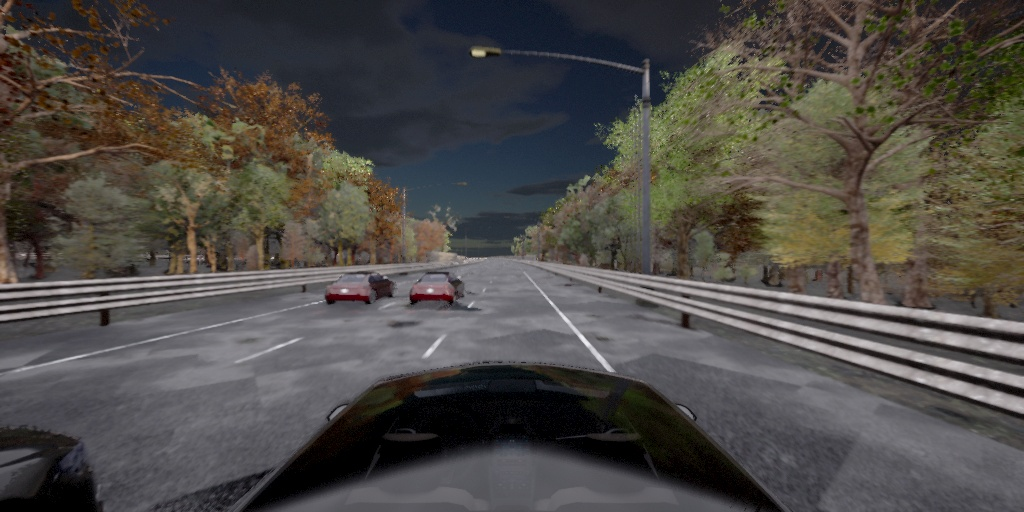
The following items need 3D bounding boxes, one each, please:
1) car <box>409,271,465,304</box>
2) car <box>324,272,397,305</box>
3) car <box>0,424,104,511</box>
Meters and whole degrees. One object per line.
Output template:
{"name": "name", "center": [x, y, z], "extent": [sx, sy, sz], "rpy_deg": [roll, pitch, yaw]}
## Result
{"name": "car", "center": [-3.397, 1.417, 16.924], "extent": [1.994, 1.385, 4.181], "rpy_deg": [0, 0, 0]}
{"name": "car", "center": [-6.897, 1.416, 16.777], "extent": [1.994, 1.385, 4.181], "rpy_deg": [0, 0, 0]}
{"name": "car", "center": [-3.401, 1.231, 0.110], "extent": [2.128, 1.511, 4.902], "rpy_deg": [0, 0, 0]}
